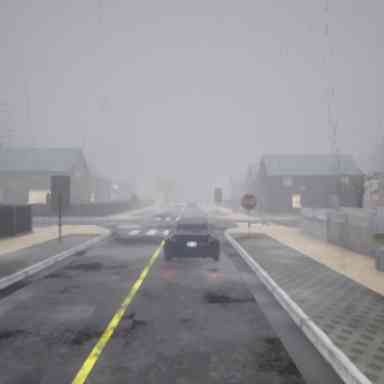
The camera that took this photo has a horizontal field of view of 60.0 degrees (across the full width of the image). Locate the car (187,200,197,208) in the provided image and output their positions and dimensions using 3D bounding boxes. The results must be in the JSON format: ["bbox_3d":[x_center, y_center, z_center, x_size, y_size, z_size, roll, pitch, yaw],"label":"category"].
[{"bbox_3d":[0.026,2.476,66.651,1.994,1.385,4.181,0,-1,1],"label":"car"}]

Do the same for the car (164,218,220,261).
[{"bbox_3d":[0.014,1.705,12.889,1.994,1.385,4.181,0,-1,0],"label":"car"}]

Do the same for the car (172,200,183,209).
[{"bbox_3d":[-2.769,2.337,63.610,1.882,1.535,5.008,0,-1,1],"label":"car"}]

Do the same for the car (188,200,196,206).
[{"bbox_3d":[0.011,2.535,80.438,2.033,1.411,5.357,0,-1,0],"label":"car"}]
